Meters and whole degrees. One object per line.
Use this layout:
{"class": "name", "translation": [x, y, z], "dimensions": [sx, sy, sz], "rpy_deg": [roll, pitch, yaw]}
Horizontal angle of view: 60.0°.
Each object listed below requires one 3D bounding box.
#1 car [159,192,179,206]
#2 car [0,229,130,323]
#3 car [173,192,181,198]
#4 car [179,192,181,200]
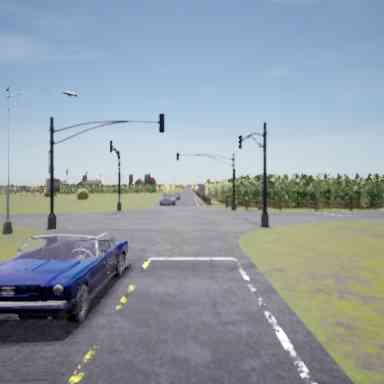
{"class": "car", "translation": [-3.217, 0.907, 44.728], "dimensions": [2.097, 1.767, 4.553], "rpy_deg": [0, 0, -1]}
{"class": "car", "translation": [-2.720, 1.541, 7.177], "dimensions": [1.895, 1.301, 4.718], "rpy_deg": [0, 0, 1]}
{"class": "car", "translation": [-3.550, 0.720, 79.951], "dimensions": [1.837, 1.490, 4.892], "rpy_deg": [0, 1, -1]}
{"class": "car", "translation": [-3.416, 0.936, 65.637], "dimensions": [1.994, 1.385, 4.181], "rpy_deg": [0, 1, -1]}
